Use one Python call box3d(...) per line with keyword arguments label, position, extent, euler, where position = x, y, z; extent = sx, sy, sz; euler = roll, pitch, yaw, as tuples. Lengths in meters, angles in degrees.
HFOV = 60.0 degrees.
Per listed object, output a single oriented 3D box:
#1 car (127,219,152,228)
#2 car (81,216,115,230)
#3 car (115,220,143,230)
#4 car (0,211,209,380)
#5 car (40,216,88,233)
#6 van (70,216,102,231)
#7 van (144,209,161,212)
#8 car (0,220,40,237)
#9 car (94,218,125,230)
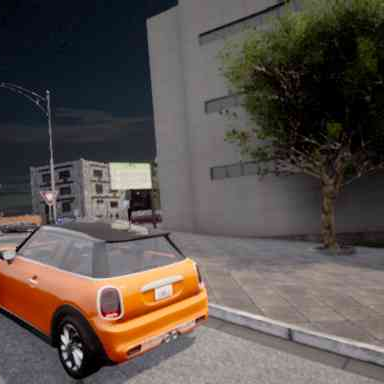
box3d(label="car", position=(-8.762, 5.368, 56.312), extent=(1.895, 1.301, 4.718), euler=(-6, -8, 23))
box3d(label="car", position=(-13.057, 4.274, 46.604), extent=(2.097, 1.767, 4.553), euler=(-6, -6, 23))
box3d(label="car", position=(-11.598, 6.036, 61.181), extent=(4.792, 1.488, 2.163), euler=(-6, -7, 23))
box3d(label="car", position=(-1.967, 1.292, 5.759), extent=(4.553, 1.767, 2.097), euler=(1, 2, 41))
box3d(label="car", position=(-14.006, 3.570, 36.782), extent=(1.882, 1.535, 5.008), euler=(-7, -5, 23))
box3d(label="van", position=(-16.259, 4.852, 50.977), extent=(4.442, 1.987, 1.878), euler=(-6, -7, 23))
box3d(label="van", position=(-5.779, 3.387, 43.749), extent=(4.442, 1.987, 1.878), euler=(-6, -7, 23))
box3d(label="car", position=(-19.015, 3.864, 35.259), extent=(2.128, 1.511, 4.902), euler=(-7, -5, 35))
box3d(label="car", position=(-13.891, 5.389, 55.989), extent=(4.553, 1.767, 2.185), euler=(-6, -7, 23))
